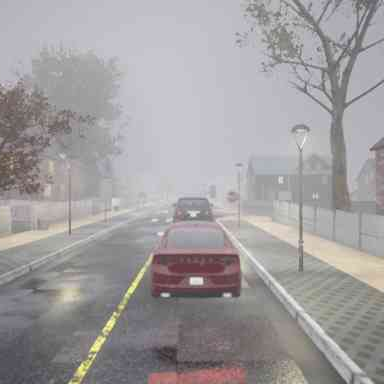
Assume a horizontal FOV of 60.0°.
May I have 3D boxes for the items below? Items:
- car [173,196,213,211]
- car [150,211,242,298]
[{"bbox_3d":[0.057,1.239,19.312,2.150,2.045,5.566,0,0,0],"label":"car"},{"bbox_3d":[0.079,1.482,8.595,1.882,1.535,5.008,0,0,0],"label":"car"}]
